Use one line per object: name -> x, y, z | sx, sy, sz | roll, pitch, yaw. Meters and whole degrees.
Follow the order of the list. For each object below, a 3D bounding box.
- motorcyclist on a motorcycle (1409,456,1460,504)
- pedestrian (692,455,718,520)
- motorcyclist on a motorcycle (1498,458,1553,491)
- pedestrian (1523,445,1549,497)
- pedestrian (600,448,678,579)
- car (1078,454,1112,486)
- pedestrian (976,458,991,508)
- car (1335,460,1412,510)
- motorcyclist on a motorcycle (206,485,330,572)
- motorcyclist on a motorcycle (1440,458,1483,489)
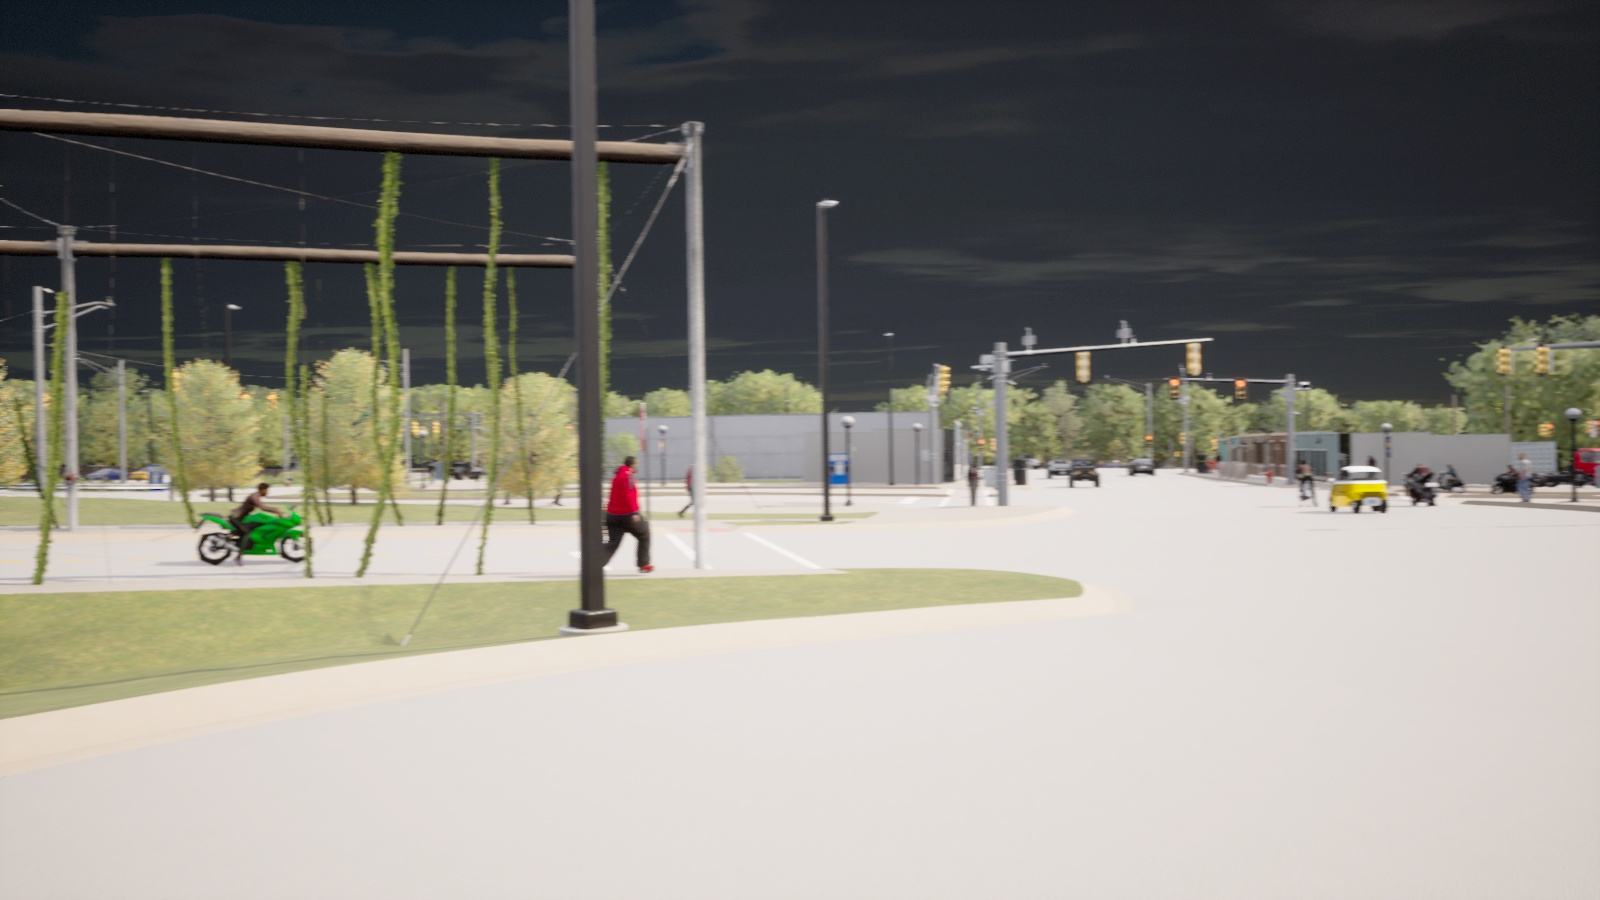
motorcyclist on a motorcycle -> 21.364, 1.011, 42.325 | 0.866, 1.530, 2.191 | -1, -2, 10
pedestrian -> -2.738, 1.090, 36.272 | 0.636, 1.846, 0.331 | -2, 0, -17
motorcyclist on a motorcycle -> 33.830, 1.141, 58.589 | 2.044, 1.523, 0.797 | 0, 0, 4
pedestrian -> 26.242, 0.750, 44.778 | 0.706, 1.836, 0.354 | -1, 0, 38
pedestrian -> -2.361, 0.913, 18.384 | 0.899, 1.844, 0.634 | -2, 0, -31
car -> 18.448, 1.233, 78.619 | 1.905, 1.878, 3.866 | -1, 0, 11
pedestrian -> 7.214, 1.284, 49.324 | 0.402, 1.930, 0.666 | -1, 0, -4
car -> 16.841, 1.014, 36.959 | 1.481, 1.376, 2.207 | -2, -1, 9
motorcyclist on a motorcycle -> -9.827, 1.430, 23.266 | 2.044, 1.523, 0.797 | 0, 0, -17
motorcyclist on a motorcycle -> 34.743, 1.216, 65.982 | 1.817, 1.590, 0.866 | 0, -1, 12
